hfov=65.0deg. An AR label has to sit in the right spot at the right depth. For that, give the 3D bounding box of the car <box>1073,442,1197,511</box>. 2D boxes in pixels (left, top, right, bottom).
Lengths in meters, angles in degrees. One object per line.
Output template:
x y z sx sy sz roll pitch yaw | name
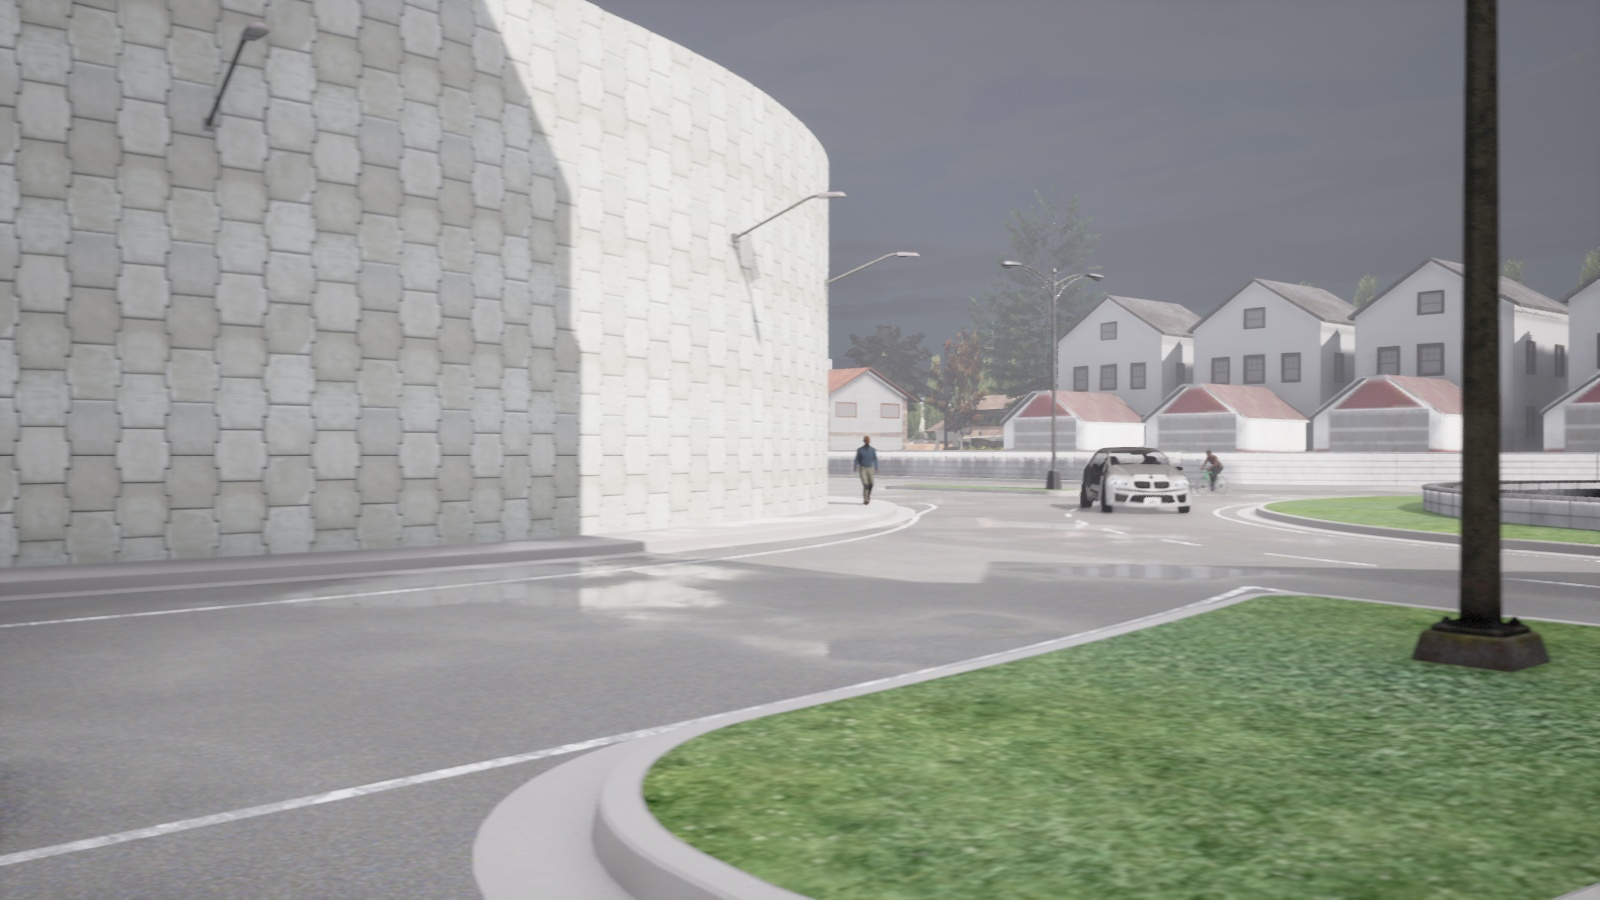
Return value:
8.575 0.638 32.589 2.242 1.667 4.611 0 0 3 | car

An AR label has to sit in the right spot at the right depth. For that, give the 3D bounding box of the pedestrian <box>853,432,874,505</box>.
1.608 0.460 31.833 0.370 1.835 0.726 0 0 -9 | pedestrian

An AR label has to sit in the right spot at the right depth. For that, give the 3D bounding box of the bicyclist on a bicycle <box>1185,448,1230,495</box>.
14.506 0.761 44.678 1.656 1.620 0.582 -1 1 -32 | bicyclist on a bicycle
